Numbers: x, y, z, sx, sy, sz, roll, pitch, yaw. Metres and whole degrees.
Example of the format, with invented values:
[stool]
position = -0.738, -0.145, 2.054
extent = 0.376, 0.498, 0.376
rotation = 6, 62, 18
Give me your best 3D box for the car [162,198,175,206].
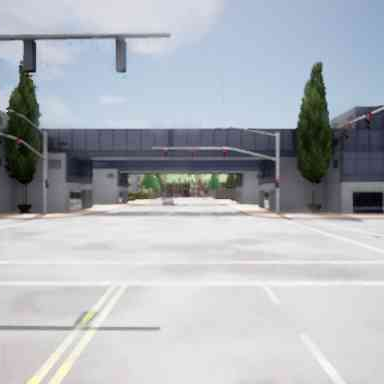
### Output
[car]
position = -4.025, 1.727, 56.881
extent = 1.895, 1.301, 4.718
rotation = 0, 0, 0
